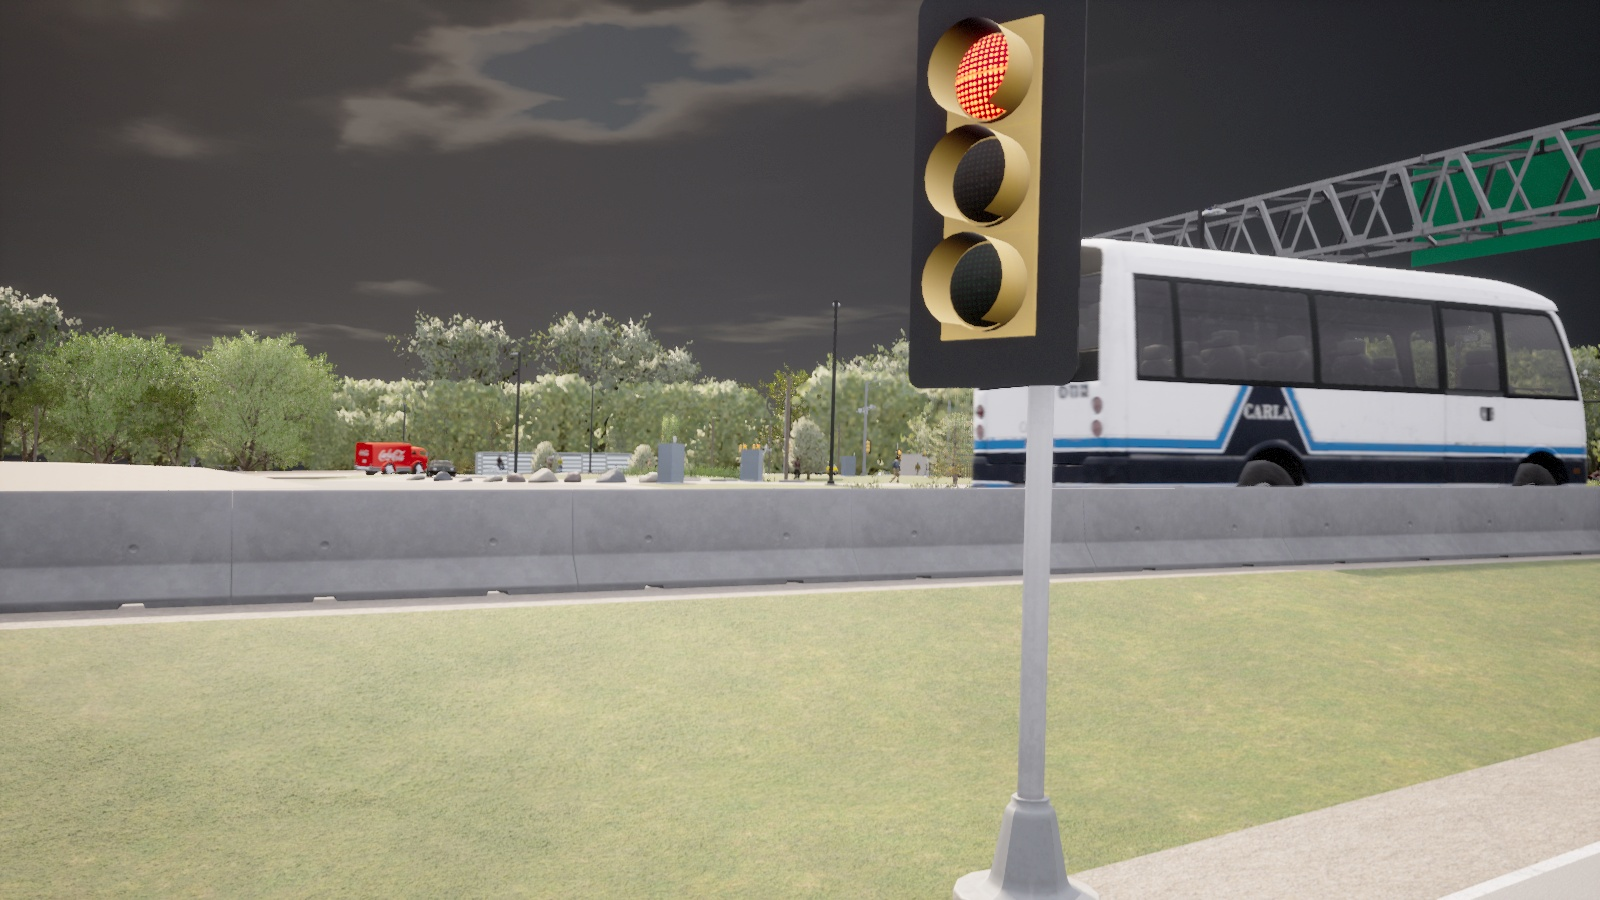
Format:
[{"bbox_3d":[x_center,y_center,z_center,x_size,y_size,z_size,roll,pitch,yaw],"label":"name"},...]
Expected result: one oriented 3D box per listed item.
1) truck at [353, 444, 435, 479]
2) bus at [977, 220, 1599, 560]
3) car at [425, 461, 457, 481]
[{"bbox_3d":[-30.509,0.855,94.513,2.627,2.467,5.204,2,1,38],"label":"truck"},{"bbox_3d":[8.207,-0.698,19.723,10.273,4.253,3.944,1,-1,-26],"label":"bus"},{"bbox_3d":[-26.401,1.533,92.369,1.895,1.301,4.718,2,-1,-20],"label":"car"}]
